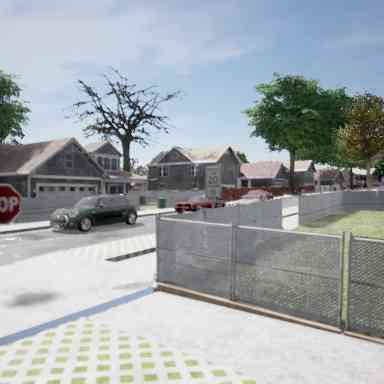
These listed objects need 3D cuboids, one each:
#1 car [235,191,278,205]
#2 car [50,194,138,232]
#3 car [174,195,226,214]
[{"bbox_3d":[5.352,0.845,27.054,1.895,1.301,4.718,0,2,35],"label":"car"},{"bbox_3d":[-5.043,0.967,17.444,2.097,1.767,4.553,0,2,35],"label":"car"},{"bbox_3d":[0.659,0.944,25.517,1.895,1.301,4.718,0,2,35],"label":"car"}]
